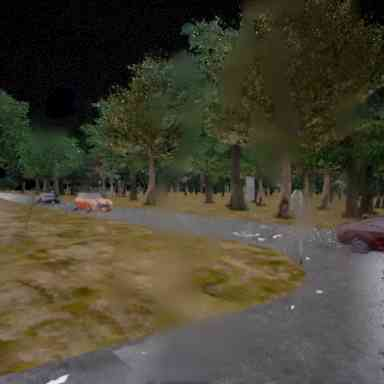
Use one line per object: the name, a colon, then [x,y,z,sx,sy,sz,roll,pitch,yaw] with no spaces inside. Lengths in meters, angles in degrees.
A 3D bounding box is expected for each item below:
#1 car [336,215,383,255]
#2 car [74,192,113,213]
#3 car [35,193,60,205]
car: [7.403,1.530,11.340,1.812,1.442,4.674,-1,2,-43]
car: [-8.866,0.833,29.744,2.097,1.767,4.553,-1,1,-40]
car: [-17.800,0.780,40.870,2.033,1.411,5.357,-1,1,-37]
